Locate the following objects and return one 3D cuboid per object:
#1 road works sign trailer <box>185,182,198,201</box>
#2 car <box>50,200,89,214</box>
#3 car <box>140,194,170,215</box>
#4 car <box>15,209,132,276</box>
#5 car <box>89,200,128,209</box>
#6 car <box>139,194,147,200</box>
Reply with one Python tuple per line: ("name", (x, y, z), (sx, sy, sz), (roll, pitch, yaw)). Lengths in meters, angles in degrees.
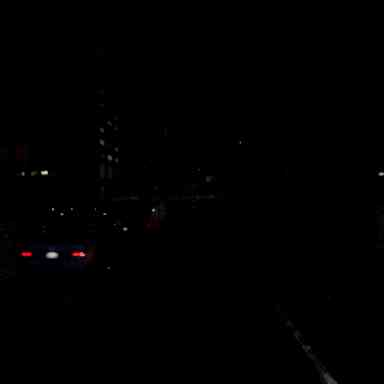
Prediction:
("road works sign trailer", (-0.006, -0.082, 65.039), (2.380, 3.560, 2.880), (0, 0, 0))
("car", (-9.852, 1.360, 27.422), (1.895, 1.301, 4.718), (0, 0, 0))
("car", (-3.155, 1.242, 29.945), (1.837, 1.490, 4.892), (0, 0, 0))
("car", (-3.156, 1.458, 10.019), (2.033, 1.411, 5.357), (0, 0, 0))
("car", (-6.602, 1.360, 27.434), (1.895, 1.301, 4.718), (0, 0, 0))
("car", (-9.756, 1.010, 68.797), (1.895, 1.301, 4.718), (0, 0, 0))
